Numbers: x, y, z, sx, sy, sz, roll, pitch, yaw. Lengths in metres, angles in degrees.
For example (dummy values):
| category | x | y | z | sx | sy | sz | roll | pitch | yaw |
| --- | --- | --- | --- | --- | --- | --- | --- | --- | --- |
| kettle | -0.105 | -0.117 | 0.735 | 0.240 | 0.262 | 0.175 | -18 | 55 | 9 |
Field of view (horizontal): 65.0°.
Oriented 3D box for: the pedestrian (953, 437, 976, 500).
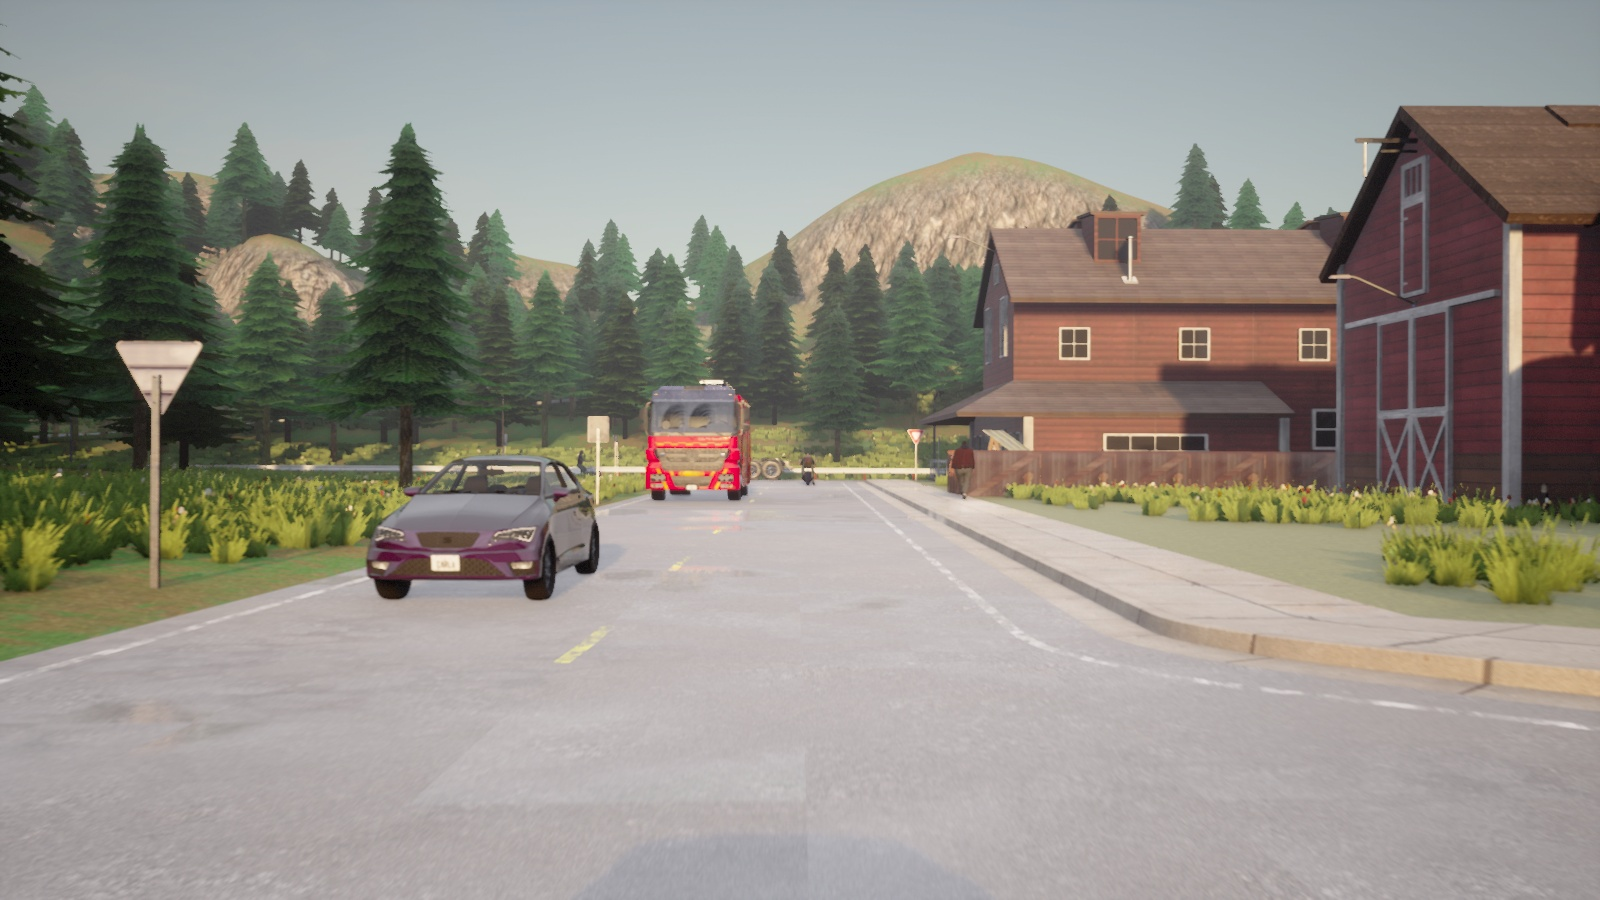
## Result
| category | x | y | z | sx | sy | sz | roll | pitch | yaw |
| --- | --- | --- | --- | --- | --- | --- | --- | --- | --- |
| pedestrian | 4.923 | 0.549 | 37.602 | 0.634 | 1.844 | 0.899 | 0 | 0 | 10 |

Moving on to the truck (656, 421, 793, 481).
| category | x | y | z | sx | sy | sz | roll | pitch | yaw |
| --- | --- | --- | --- | --- | --- | --- | --- | --- | --- |
| truck | -4.422 | 0.067 | 74.517 | 7.936 | 3.462 | 2.891 | 0 | -1 | 0 |

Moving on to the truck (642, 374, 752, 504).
| category | x | y | z | sx | sy | sz | roll | pitch | yaw |
| --- | --- | --- | --- | --- | --- | --- | --- | --- | --- |
| truck | -3.225 | -0.314 | 41.526 | 2.891 | 3.827 | 8.468 | 0 | 0 | 0 |

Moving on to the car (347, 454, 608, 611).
| category | x | y | z | sx | sy | sz | roll | pitch | yaw |
| --- | --- | --- | --- | --- | --- | --- | --- | --- | --- |
| car | -3.396 | 0.793 | 14.060 | 1.816 | 1.474 | 4.193 | 0 | 0 | 0 |

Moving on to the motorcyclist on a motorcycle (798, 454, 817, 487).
| category | x | y | z | sx | sy | sz | roll | pitch | yaw |
| --- | --- | --- | --- | --- | --- | --- | --- | --- | --- |
| motorcyclist on a motorcycle | 0.372 | 0.954 | 59.242 | 0.866 | 1.530 | 2.191 | 0 | 0 | 0 |
